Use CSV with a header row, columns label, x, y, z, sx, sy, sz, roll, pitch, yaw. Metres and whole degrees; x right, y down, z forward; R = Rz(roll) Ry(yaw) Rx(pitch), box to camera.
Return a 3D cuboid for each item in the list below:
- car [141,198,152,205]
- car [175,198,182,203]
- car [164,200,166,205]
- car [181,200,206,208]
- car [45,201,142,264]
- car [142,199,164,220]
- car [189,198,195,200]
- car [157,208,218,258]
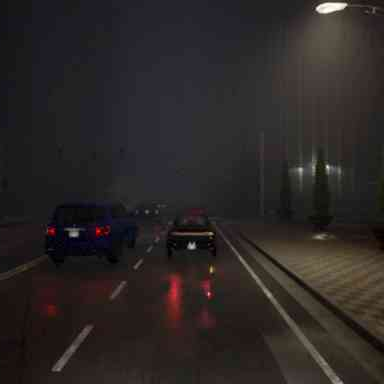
label,x,y,z,sx,sy,sz,roll,pitch,yaw
car,-10.564,2.311,77.889,1.882,1.535,5.008,0,-1,0
car,-3.573,2.294,89.286,1.812,1.442,4.674,0,-1,0
car,-7.064,2.386,77.892,1.994,1.385,4.181,0,-1,0
car,0.417,1.790,29.176,1.882,1.535,5.008,0,0,9
car,-3.501,1.361,12.584,2.150,2.045,5.566,0,0,0
car,-3.713,1.656,28.391,2.097,1.767,4.553,0,-1,-4
car,-0.073,2.378,88.749,1.837,1.490,4.892,0,-1,0
car,0.007,1.639,13.493,2.128,1.511,4.902,0,0,0
